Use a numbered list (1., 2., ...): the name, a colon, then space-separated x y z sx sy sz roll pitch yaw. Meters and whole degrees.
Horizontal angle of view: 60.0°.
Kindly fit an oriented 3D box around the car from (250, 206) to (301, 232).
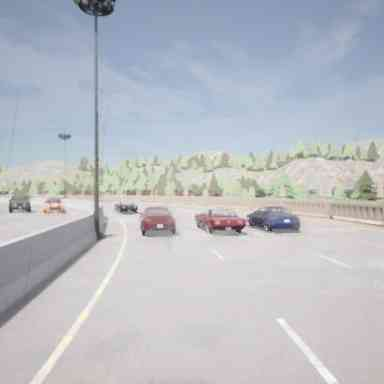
1. car: 4.817 1.560 20.182 1.994 1.385 4.181 0 0 -11

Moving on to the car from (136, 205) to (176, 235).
1. car: -2.031 1.549 18.942 1.812 1.442 4.674 0 0 -11

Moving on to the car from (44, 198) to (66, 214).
1. car: -15.210 1.444 36.779 2.097 1.767 4.553 0 0 -24

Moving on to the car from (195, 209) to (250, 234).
1. car: 1.463 1.610 19.353 1.895 1.301 4.718 0 0 -11

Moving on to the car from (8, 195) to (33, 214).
1. car: -19.537 1.333 37.931 2.150 2.045 5.566 0 0 -26

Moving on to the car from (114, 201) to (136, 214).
1. car: -7.405 1.660 36.866 1.895 1.301 4.718 0 0 -22
